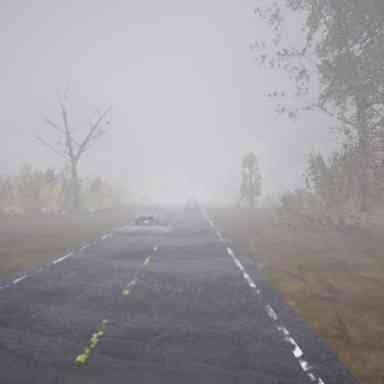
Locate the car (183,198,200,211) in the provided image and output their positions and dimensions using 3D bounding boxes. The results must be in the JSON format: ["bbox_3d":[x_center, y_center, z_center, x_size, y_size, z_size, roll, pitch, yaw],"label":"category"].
[{"bbox_3d":[0.057,1.803,44.047,1.994,1.385,4.181,0,0,0],"label":"car"}]

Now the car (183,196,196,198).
[{"bbox_3d":[0.041,1.655,56.479,2.097,1.767,4.553,0,0,0],"label":"car"}]

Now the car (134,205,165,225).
[{"bbox_3d":[-3.125,1.685,25.463,2.033,1.411,5.357,0,0,0],"label":"car"}]
